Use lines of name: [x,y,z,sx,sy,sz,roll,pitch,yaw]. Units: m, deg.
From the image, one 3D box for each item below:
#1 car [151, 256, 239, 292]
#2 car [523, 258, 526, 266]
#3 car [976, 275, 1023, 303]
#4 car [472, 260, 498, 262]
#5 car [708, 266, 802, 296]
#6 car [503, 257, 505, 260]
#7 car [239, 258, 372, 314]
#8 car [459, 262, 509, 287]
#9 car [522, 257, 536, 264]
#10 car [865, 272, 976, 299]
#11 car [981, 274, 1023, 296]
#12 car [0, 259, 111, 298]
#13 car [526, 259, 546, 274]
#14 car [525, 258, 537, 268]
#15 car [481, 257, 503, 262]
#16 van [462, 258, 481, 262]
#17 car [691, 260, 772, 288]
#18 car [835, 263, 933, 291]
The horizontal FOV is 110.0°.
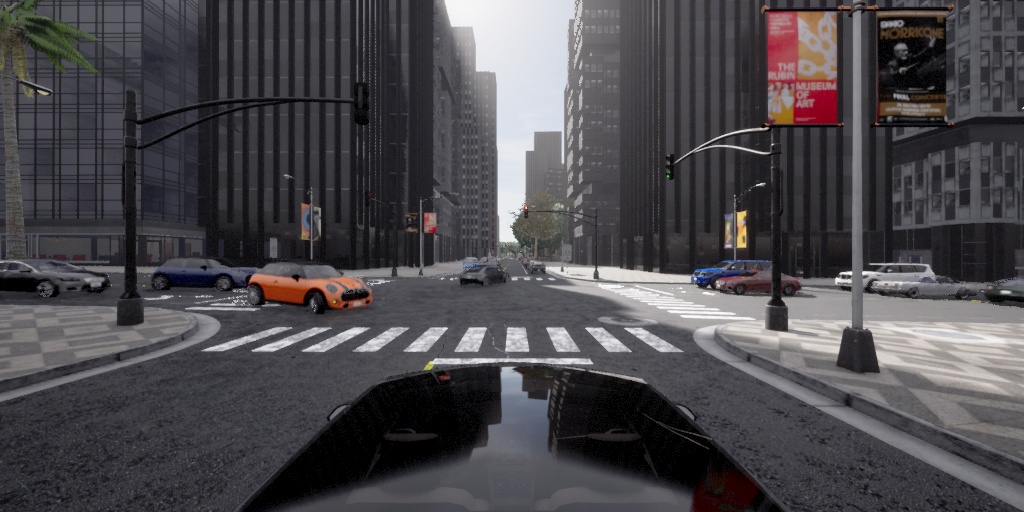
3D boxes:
car: [-15.465,0.852,18.435,4.553,1.767,2.097,1,0,-1]
car: [3.097,1.313,52.796,2.007,1.370,4.403,0,0,1]
car: [27.094,1.841,18.202,4.181,1.385,1.994,1,0,0]
car: [-2.895,1.358,38.986,1.895,1.301,4.718,0,0,1]
car: [14.844,1.580,21.701,4.674,1.442,1.812,1,0,0]
car: [-2.682,1.270,59.519,1.837,1.490,4.892,0,0,1]
car: [-7.530,1.015,13.473,4.553,1.767,2.097,2,1,21]
car: [-1.852,1.321,25.173,1.994,1.385,4.181,1,0,29]
car: [3.152,1.079,58.309,2.192,1.841,5.009,0,0,1]
car: [24.824,1.842,21.660,4.718,1.301,1.895,1,0,0]
car: [35.928,2.023,24.853,4.181,1.385,1.994,1,0,0]
car: [-20.005,0.905,15.143,4.902,1.511,2.128,1,0,0]
car: [2.988,1.309,41.771,2.007,1.370,4.403,0,0,1]
car: [3.044,1.286,47.453,1.751,1.417,4.829,0,0,1]
car: [-2.789,1.113,49.270,2.097,1.767,4.553,0,0,1]
van: [-5.482,1.101,47.366,1.690,1.789,3.998,0,0,1]
car: [15.530,1.294,24.943,5.566,2.045,2.150,1,0,0]
car: [25.887,1.489,24.904,5.566,2.045,2.150,1,0,0]
